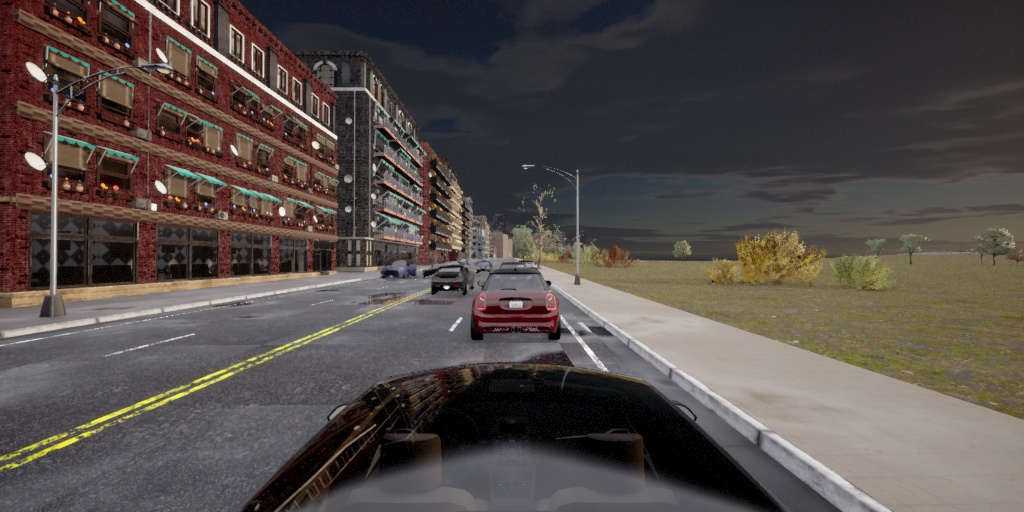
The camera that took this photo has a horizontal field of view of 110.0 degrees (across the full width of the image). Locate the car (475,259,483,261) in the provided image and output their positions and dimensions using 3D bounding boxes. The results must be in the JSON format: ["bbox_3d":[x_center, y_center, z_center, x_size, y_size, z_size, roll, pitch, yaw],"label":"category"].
[{"bbox_3d":[-3.206,1.300,42.367,2.033,1.411,5.357,0,0,0],"label":"car"}]

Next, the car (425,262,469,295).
[{"bbox_3d":[-3.178,1.258,19.813,1.837,1.490,4.892,0,0,0],"label":"car"}]

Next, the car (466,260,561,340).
[{"bbox_3d":[0.080,1.103,10.112,2.097,1.767,4.553,0,0,0],"label":"car"}]

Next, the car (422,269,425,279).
[{"bbox_3d":[-6.645,1.354,32.074,1.895,1.301,4.718,0,0,0],"label":"car"}]

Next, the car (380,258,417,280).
[{"bbox_3d":[-9.895,1.105,31.576,2.097,1.767,4.553,0,0,0],"label":"car"}]

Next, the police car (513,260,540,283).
[{"bbox_3d":[1.096,1.179,29.380,1.930,1.638,5.238,0,0,0],"label":"police car"}]
